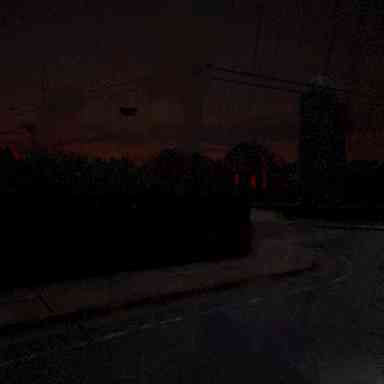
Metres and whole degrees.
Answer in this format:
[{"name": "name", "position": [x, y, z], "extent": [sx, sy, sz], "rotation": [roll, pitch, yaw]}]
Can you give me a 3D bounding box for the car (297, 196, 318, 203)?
[{"name": "car", "position": [19.670, 1.837, 55.533], "extent": [2.242, 1.667, 4.611], "rotation": [0, 0, 32]}]
